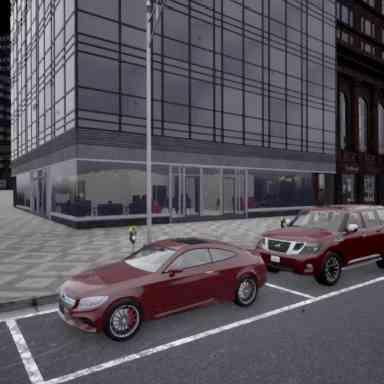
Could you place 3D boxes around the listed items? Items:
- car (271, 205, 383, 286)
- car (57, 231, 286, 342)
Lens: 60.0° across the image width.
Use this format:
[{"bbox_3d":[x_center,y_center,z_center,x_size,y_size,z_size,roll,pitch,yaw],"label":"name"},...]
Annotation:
[{"bbox_3d":[4.074,1.315,9.578,5.009,1.841,2.192,0,0,-36],"label":"car"},{"bbox_3d":[-0.338,1.582,6.419,4.206,1.307,1.802,0,0,-36],"label":"car"}]
